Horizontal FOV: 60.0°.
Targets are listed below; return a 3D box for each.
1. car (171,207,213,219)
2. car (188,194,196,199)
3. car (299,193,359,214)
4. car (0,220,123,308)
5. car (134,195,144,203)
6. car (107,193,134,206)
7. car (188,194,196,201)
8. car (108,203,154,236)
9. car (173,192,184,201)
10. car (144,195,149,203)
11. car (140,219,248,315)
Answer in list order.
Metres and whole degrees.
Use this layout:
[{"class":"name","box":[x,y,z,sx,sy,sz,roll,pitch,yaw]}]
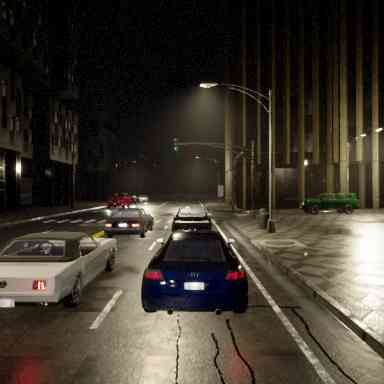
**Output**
[{"class":"car","box":[-0.001,1.478,16.521,2.128,1.511,4.902,0,0,0]},{"class":"car","box":[-0.004,1.199,85.450,1.895,1.301,4.718,0,0,0]},{"class":"car","box":[13.566,1.113,32.990,5.566,2.045,2.150,0,0,2]},{"class":"car","box":[-3.148,1.597,7.868,1.895,1.301,4.718,0,0,0]},{"class":"car","box":[-9.842,1.376,55.192,2.128,1.511,4.902,0,0,0]},{"class":"car","box":[-9.852,1.142,45.119,2.150,2.045,5.566,0,0,0]},{"class":"car","box":[-0.004,1.342,74.999,2.033,1.411,5.357,0,0,0]},{"class":"car","box":[-3.153,1.533,17.460,2.033,1.411,5.357,0,0,0]},{"class":"car","box":[-3.254,1.302,74.999,1.837,1.490,4.892,0,0,0]},{"class":"car","box":[-9.775,1.367,66.635,1.812,1.442,4.674,0,0,0]},{"class":"car","box":[0.086,1.561,7.647,1.994,1.385,4.181,0,0,1]}]
